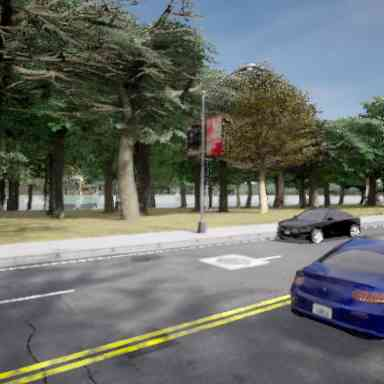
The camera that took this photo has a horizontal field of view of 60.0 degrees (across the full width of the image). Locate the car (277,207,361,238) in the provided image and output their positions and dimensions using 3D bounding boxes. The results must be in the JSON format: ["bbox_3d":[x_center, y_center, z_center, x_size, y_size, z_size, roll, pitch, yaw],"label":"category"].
[{"bbox_3d":[6.229,1.528,16.134,5.008,1.535,1.882,0,0,-36],"label":"car"}]

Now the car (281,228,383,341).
[{"bbox_3d":[3.742,1.546,6.112,4.674,1.442,1.812,0,0,-36],"label":"car"}]
